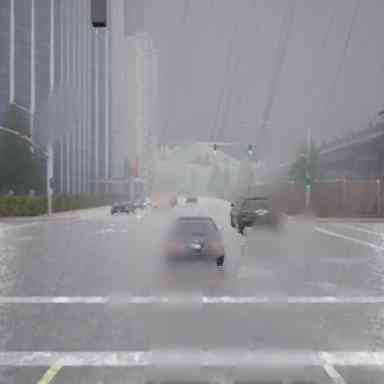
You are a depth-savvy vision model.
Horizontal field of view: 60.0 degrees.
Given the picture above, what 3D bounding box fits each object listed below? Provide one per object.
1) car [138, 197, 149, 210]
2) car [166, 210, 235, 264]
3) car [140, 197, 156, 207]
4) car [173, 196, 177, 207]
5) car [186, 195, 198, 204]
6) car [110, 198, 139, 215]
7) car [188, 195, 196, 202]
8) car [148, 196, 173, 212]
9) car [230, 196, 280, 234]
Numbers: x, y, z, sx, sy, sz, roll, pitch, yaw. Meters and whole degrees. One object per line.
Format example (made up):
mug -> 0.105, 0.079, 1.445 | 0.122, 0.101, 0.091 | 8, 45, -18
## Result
car -> -7.086, 1.517, 43.904 | 2.128, 1.511, 4.902 | 0, 0, 0
car -> 0.097, 1.578, 11.855 | 2.033, 1.411, 5.357 | 0, 0, 0
car -> -7.031, 1.557, 53.156 | 1.812, 1.442, 4.674 | 0, 0, 1
car -> -3.567, 1.506, 48.528 | 1.882, 1.535, 5.008 | 0, 0, 0
car -> 0.001, 1.390, 65.642 | 2.097, 1.767, 4.553 | 0, 0, 0
car -> -7.098, 1.621, 34.578 | 1.895, 1.301, 4.718 | 0, 0, 0
car -> 0.001, 1.544, 75.887 | 1.837, 1.490, 4.892 | 0, 0, 0
car -> -3.594, 1.501, 39.103 | 1.882, 1.535, 5.008 | 0, 0, 0
car -> 3.599, 1.259, 19.816 | 2.150, 2.045, 5.566 | 0, 0, 0
